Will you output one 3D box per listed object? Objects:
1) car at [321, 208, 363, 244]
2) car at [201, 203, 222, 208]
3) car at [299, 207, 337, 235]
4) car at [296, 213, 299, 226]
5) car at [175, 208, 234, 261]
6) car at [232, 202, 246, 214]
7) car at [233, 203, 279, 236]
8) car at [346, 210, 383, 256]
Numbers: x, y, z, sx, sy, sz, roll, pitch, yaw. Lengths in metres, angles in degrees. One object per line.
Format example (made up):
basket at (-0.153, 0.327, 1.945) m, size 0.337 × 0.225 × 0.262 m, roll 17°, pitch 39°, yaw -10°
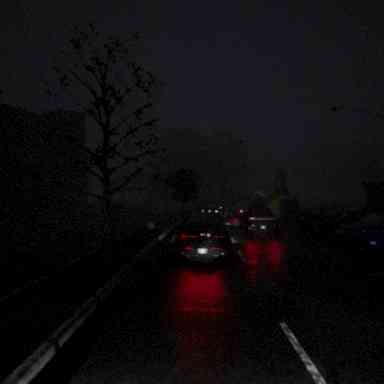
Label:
car at (8.436, 1.622, 14.579) m, size 4.674 × 1.452 × 2.002 m, roll 1°, pitch 0°, yaw -17°
car at (1.788, 1.749, 31.565) m, size 2.033 × 1.411 × 5.357 m, roll 0°, pitch 0°, yaw 6°
car at (8.586, 1.605, 17.534) m, size 4.892 × 1.521 × 2.231 m, roll 1°, pitch -1°, yaw -16°
car at (8.810, 1.660, 20.492) m, size 4.792 × 1.488 × 2.163 m, roll 1°, pitch -1°, yaw -16°
car at (0.430, 1.567, 12.598) m, size 1.837 × 1.490 × 4.892 m, roll 0°, pitch 0°, yaw 2°
car at (5.264, 1.791, 35.644) m, size 1.812 × 1.442 × 4.674 m, roll 0°, pitch -1°, yaw 6°
car at (3.812, 1.612, 19.487) m, size 2.128 × 1.511 × 4.902 m, roll 0°, pitch 0°, yaw 4°
car at (8.296, 1.559, 11.633) m, size 5.008 × 1.535 × 2.097 m, roll 1°, pitch -1°, yaw -17°
